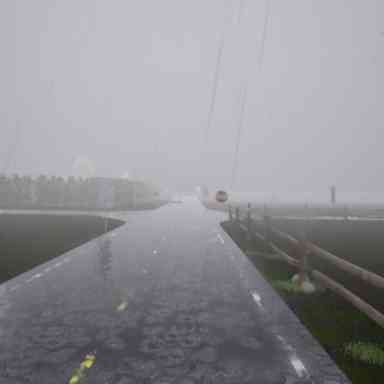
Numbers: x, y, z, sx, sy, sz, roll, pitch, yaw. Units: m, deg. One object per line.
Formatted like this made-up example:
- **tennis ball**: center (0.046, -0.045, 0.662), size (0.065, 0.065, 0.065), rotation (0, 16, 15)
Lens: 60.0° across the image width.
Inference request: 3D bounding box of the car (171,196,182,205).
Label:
- **car**: center (-2.748, 1.497, 59.685), size (1.812, 1.442, 4.674), rotation (0, 1, 0)
